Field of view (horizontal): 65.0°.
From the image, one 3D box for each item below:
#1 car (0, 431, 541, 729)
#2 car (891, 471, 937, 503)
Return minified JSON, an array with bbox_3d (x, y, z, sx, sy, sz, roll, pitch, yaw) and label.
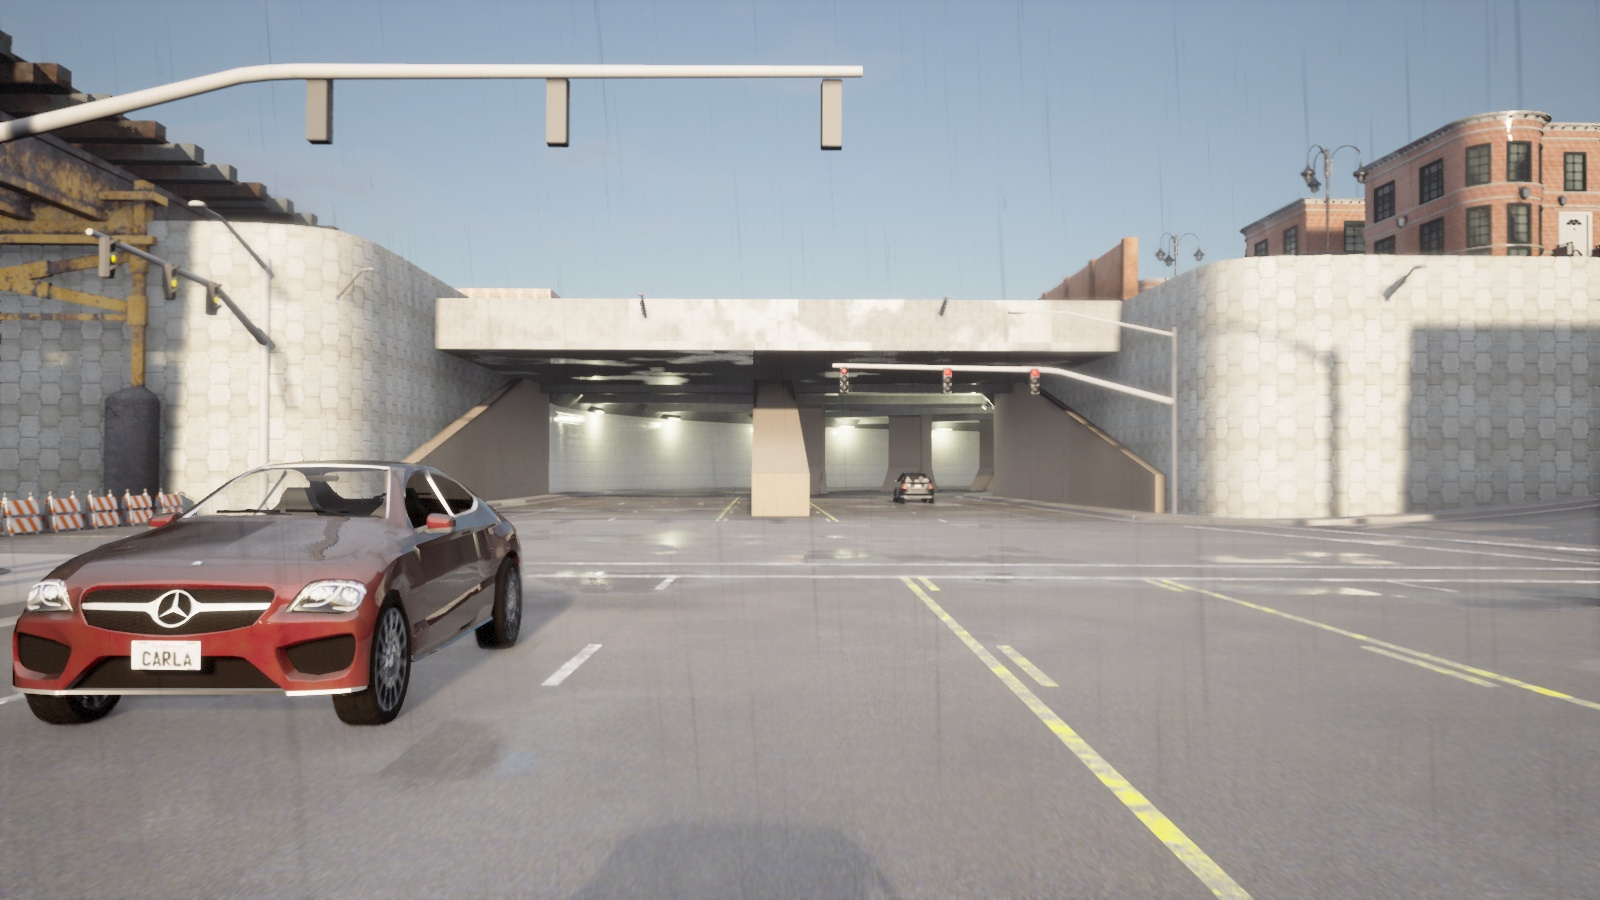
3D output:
[{"bbox_3d":[-3.549,0.768,9.534,2.152,1.651,5.027,0,-1,0],"label":"car"},{"bbox_3d":[5.626,1.818,62.336,1.789,1.549,3.705,0,-1,-2],"label":"car"}]
